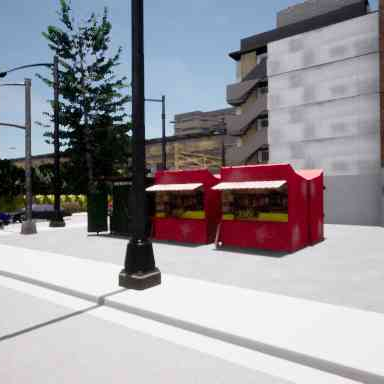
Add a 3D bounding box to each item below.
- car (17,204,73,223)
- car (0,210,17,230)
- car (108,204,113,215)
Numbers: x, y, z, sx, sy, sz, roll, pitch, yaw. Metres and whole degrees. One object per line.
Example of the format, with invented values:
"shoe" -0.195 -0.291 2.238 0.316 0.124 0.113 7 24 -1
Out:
"car" -12.427 1.682 26.946 2.033 1.411 5.357 -1 -1 36
"car" -13.264 1.686 19.468 1.895 1.301 4.718 -1 -1 36
"car" -6.893 1.486 34.590 2.097 1.767 4.553 -1 -1 36
